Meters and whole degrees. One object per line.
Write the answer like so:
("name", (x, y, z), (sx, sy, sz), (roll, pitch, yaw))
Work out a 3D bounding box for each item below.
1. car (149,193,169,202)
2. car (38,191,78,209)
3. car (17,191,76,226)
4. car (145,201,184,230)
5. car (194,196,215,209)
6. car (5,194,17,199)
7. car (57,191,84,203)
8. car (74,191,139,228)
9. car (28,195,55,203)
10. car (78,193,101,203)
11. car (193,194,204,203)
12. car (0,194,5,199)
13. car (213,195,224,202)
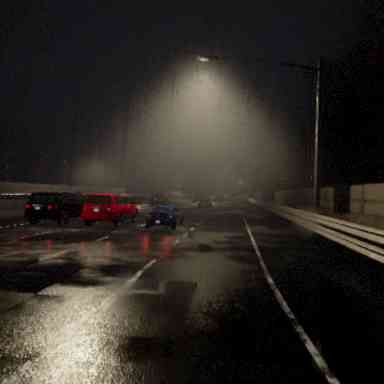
("car", (-4.995, 1.245, 50.942), (2.150, 2.045, 5.566), (2, 0, 7))
("car", (-16.741, 0.881, 42.022), (2.150, 2.045, 5.566), (2, 1, 8))
("car", (-8.640, 1.049, 21.954), (2.150, 2.045, 5.566), (2, 0, 7))
("car", (-1.675, 1.545, 21.321), (1.812, 1.442, 4.674), (2, 0, 7))
("car", (1.959, 1.779, 50.249), (1.994, 1.385, 4.181), (2, 0, 7))
("car", (-20.403, 1.086, 41.092), (1.812, 1.442, 4.674), (2, 0, 8))
("car", (-21.575, 0.828, 59.330), (2.150, 2.045, 5.566), (2, 0, 7))
("car", (-5.154, 1.145, 21.636), (2.150, 2.045, 5.566), (2, 0, 7))
("car", (-25.464, 1.116, 56.550), (1.895, 1.301, 4.718), (2, 0, 7))
("car", (-18.099, 1.039, 58.952), (2.097, 1.767, 4.553), (2, 0, 7))
("car", (1.481, 1.506, 74.443), (2.150, 2.045, 5.566), (2, 0, 7))
("car", (-23.725, 1.019, 42.554), (2.033, 1.411, 5.357), (2, 0, 8))
("car", (7.438, 2.012, 93.855), (1.837, 1.490, 4.892), (2, 0, 7))
